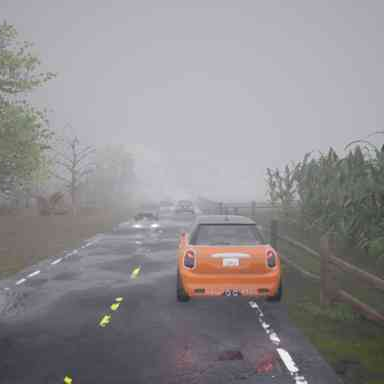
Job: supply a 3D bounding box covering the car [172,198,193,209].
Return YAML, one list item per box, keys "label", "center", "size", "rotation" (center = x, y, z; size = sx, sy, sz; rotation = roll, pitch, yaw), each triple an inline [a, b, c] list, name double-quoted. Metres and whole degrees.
- label: "car"
  center: [-0.691, 1.528, 34.423]
  size: [2.033, 1.411, 5.357]
  rotation: [0, 0, -1]

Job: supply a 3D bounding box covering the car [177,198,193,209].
- label: "car"
  center: [-0.921, 1.530, 44.934]
  size: [1.994, 1.385, 4.181]
  rotation: [0, 0, -1]

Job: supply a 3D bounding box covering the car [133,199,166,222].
- label: "car"
  center: [-3.435, 1.535, 26.624]
  size: [2.033, 1.411, 5.357]
  rotation: [0, 0, -1]

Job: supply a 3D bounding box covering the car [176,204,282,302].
- label: "car"
  center: [0.716, 1.350, 8.437]
  size: [2.097, 1.767, 4.553]
  rotation: [0, 0, -1]

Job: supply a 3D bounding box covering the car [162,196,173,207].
- label: "car"
  center: [-3.877, 1.432, 51.398]
  size: [1.882, 1.535, 5.008]
  rotation: [0, 0, -1]
